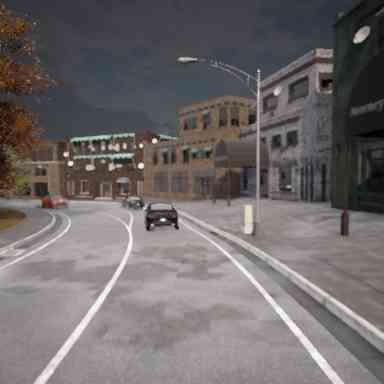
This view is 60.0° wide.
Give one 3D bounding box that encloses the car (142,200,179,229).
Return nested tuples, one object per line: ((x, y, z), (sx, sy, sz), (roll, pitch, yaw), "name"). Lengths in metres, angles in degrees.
((-1.996, 1.362, 20.803), (1.882, 1.535, 5.008), (-1, 1, -9), "car")

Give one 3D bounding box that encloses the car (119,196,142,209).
((-6.961, 1.179, 38.523), (1.812, 1.442, 4.674), (-1, 1, -27), "car")

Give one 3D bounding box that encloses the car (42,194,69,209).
((-16.699, 1.092, 40.611), (2.097, 1.767, 4.553), (-2, 2, -40), "car")
